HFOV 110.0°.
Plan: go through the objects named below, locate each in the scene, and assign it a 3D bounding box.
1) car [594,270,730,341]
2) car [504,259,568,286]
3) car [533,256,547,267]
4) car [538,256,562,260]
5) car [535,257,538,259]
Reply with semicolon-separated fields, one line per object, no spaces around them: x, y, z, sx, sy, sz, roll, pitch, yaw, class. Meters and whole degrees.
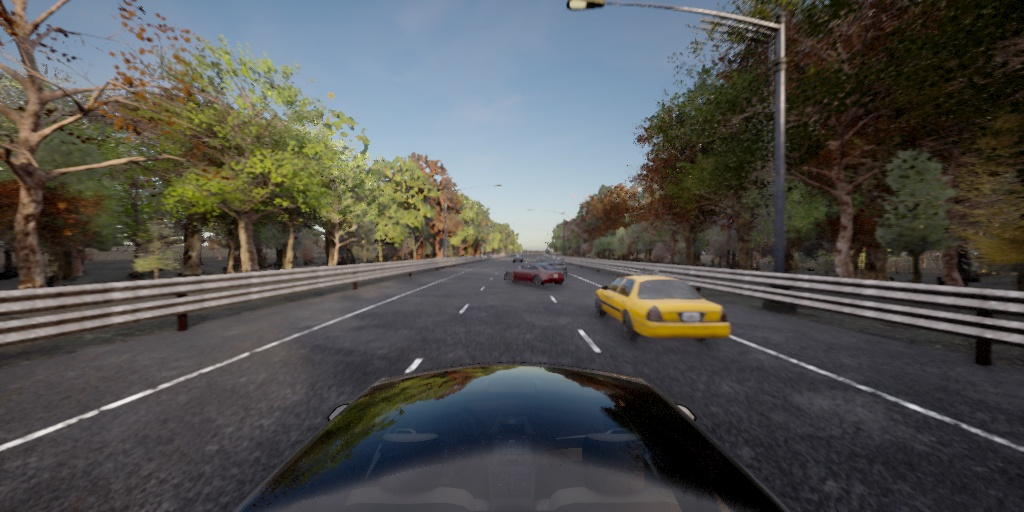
3.514;1.139;9.577;1.801;1.575;5.366;0;1;0;car
1.358;1.124;23.074;1.994;1.385;4.181;0;1;-39;car
4.138;0.739;53.390;1.801;1.575;5.366;0;1;1;car
3.711;0.978;31.296;2.128;1.511;4.902;0;1;1;car
3.893;0.738;42.218;2.097;1.767;4.553;0;1;1;car
